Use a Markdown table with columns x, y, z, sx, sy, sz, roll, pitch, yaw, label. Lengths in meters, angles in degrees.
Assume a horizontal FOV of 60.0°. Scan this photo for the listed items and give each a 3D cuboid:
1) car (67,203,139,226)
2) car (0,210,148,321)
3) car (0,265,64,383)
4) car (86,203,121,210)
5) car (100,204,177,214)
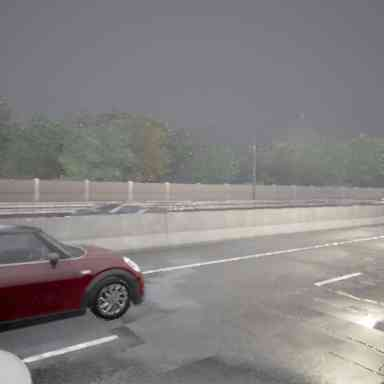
| x | y | z | sx | sy | sz | roll | pitch | yaw | label |
| --- | --- | --- | --- | --- | --- | --- | --- | --- | --- |
| -6.615 | 1.595 | 24.939 | 4.892 | 1.490 | 1.837 | 0 | 0 | -35 | car |
| -3.109 | 1.356 | 5.827 | 4.553 | 1.767 | 2.097 | 0 | 0 | -35 | car |
| -3.236 | 1.517 | 1.437 | 4.674 | 1.442 | 1.812 | 0 | 0 | -35 | car |
| -4.584 | 1.601 | 22.088 | 4.674 | 1.442 | 1.812 | 0 | 0 | -35 | car |
| -2.553 | 1.610 | 19.238 | 4.674 | 1.442 | 1.812 | 0 | 0 | -35 | car |
